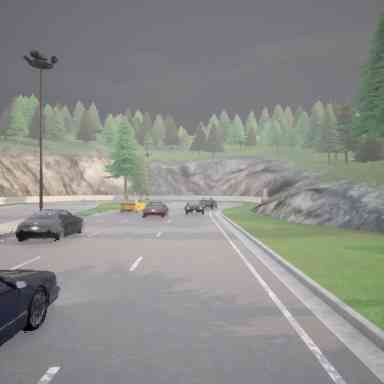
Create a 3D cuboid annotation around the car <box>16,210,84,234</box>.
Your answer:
[{"bbox_3d":[-6.899,1.564,16.632,1.994,1.385,4.181,0,0,0],"label":"car"}]

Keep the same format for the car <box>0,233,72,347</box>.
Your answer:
[{"bbox_3d":[-3.398,1.547,3.786,2.033,1.411,5.357,0,0,0],"label":"car"}]

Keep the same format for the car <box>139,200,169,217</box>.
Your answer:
[{"bbox_3d":[-3.294,1.564,30.839,1.994,1.385,4.181,0,0,2],"label":"car"}]

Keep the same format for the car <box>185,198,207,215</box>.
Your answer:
[{"bbox_3d":[0.340,1.600,34.350,1.895,1.301,4.718,0,0,3],"label":"car"}]

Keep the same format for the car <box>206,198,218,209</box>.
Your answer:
[{"bbox_3d":[2.213,1.491,44.505,2.128,1.511,4.902,0,0,14],"label":"car"}]

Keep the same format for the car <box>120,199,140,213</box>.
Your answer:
[{"bbox_3d":[-6.466,1.477,36.786,1.882,1.535,5.008,0,0,5],"label":"car"}]
